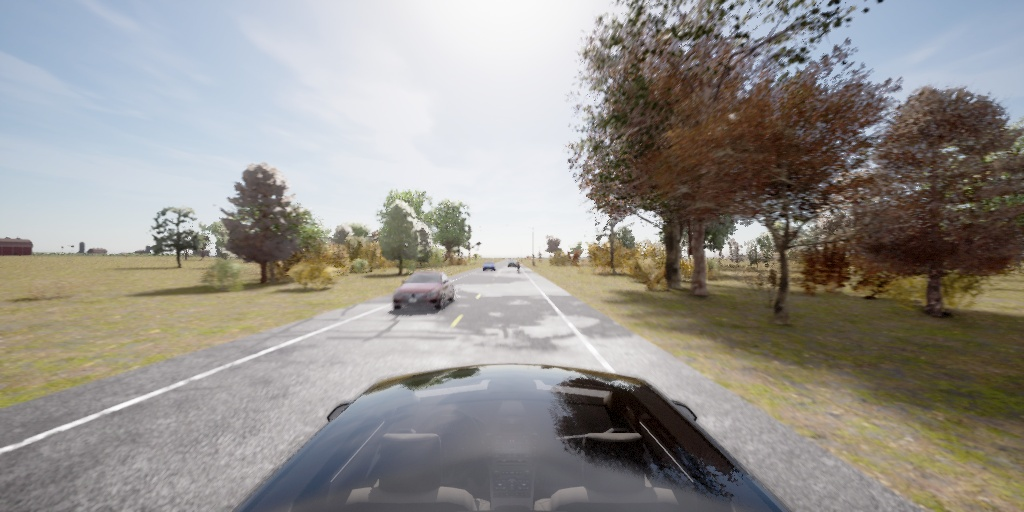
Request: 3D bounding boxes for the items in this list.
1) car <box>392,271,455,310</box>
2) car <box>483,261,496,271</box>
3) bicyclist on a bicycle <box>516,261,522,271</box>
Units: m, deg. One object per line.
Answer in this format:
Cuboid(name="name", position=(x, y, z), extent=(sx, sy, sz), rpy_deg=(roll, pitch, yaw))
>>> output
Cuboid(name="car", position=(-3.599, 1.369, 15.357), extent=(1.812, 1.442, 4.674), rpy_deg=(0, 0, 0))
Cuboid(name="car", position=(-3.542, 1.591, 56.574), extent=(1.882, 1.535, 5.008), rpy_deg=(0, 0, 1))
Cuboid(name="bicyclist on a bicycle", position=(0.948, 1.505, 49.235), extent=(0.866, 1.612, 1.509), rpy_deg=(0, 0, 0))
